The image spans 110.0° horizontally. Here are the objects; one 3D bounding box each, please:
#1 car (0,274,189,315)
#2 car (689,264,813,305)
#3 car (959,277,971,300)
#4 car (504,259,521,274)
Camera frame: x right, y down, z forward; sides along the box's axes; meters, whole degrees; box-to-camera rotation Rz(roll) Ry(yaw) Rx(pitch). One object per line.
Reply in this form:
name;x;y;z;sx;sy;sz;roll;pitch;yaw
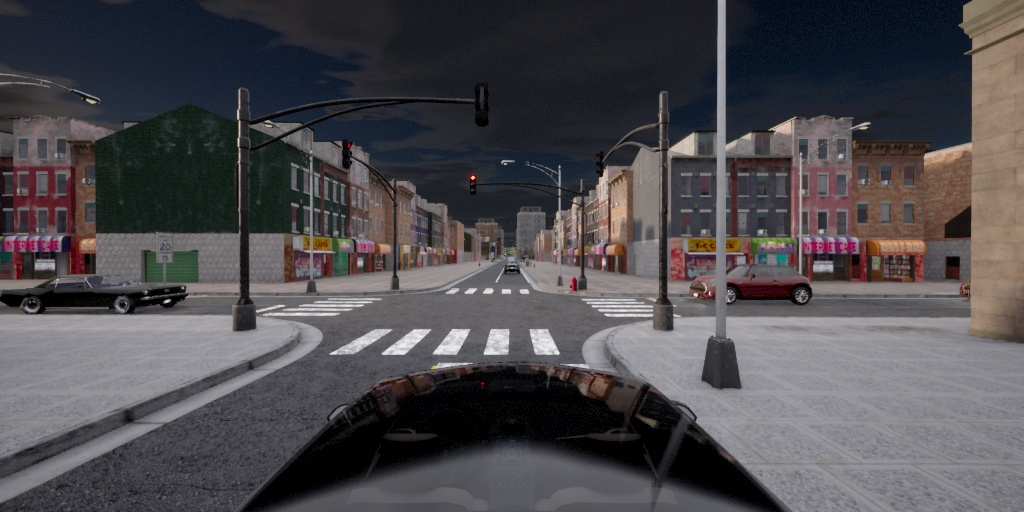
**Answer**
car;-14.637;1.312;12.836;4.718;1.301;1.895;0;0;-3
car;10.349;1.132;15.806;4.553;1.767;2.097;0;0;0
car;22.921;1.172;15.814;4.553;1.767;2.097;0;0;0
car;0.015;1.313;40.627;1.948;1.339;4.313;0;0;0
